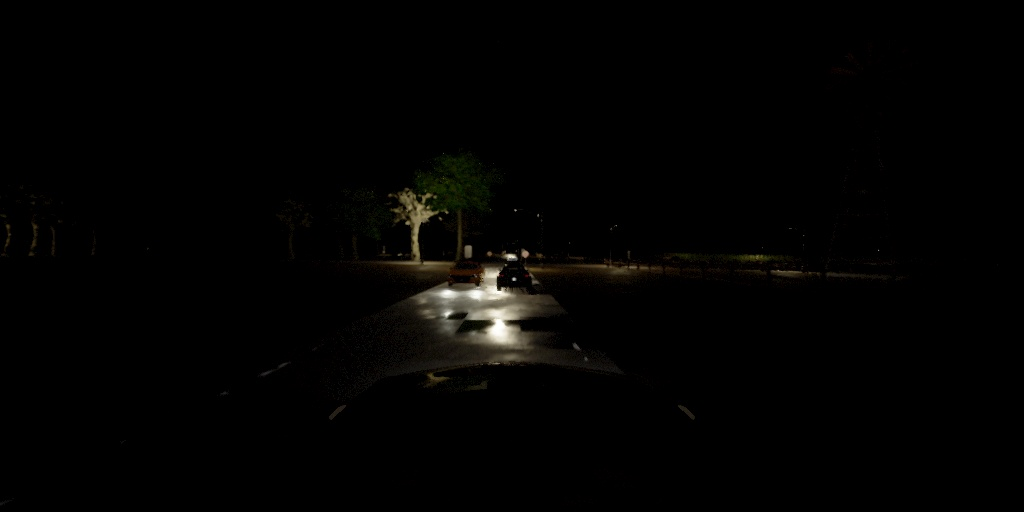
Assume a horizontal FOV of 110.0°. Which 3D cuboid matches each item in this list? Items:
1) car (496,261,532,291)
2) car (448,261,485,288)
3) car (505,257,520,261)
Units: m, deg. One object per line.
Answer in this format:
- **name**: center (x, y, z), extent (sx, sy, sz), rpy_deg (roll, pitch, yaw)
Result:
- **car**: center (0.112, 1.176, 20.853), extent (1.994, 1.385, 4.181), rpy_deg (0, 0, 0)
- **car**: center (-2.798, 1.076, 22.684), extent (1.882, 1.535, 5.008), rpy_deg (0, 0, 0)
- **car**: center (0.067, 0.916, 44.734), extent (2.128, 1.511, 4.902), rpy_deg (0, 0, 1)
